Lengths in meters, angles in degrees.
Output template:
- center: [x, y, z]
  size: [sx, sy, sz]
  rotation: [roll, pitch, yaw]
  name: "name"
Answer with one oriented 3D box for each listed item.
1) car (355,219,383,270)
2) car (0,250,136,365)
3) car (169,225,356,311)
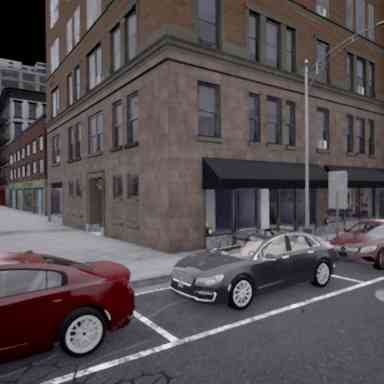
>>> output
- center: [6.096, 1.580, 10.910]
  size: [4.206, 1.307, 1.802]
  rotation: [0, -1, -36]
  name: "car"
- center: [-2.985, 1.544, 4.413]
  size: [4.507, 1.381, 1.887]
  rotation: [0, -1, -36]
  name: "car"
- center: [1.555, 1.549, 7.661]
  size: [4.403, 1.369, 2.008]
  rotation: [0, -1, -36]
  name: "car"
